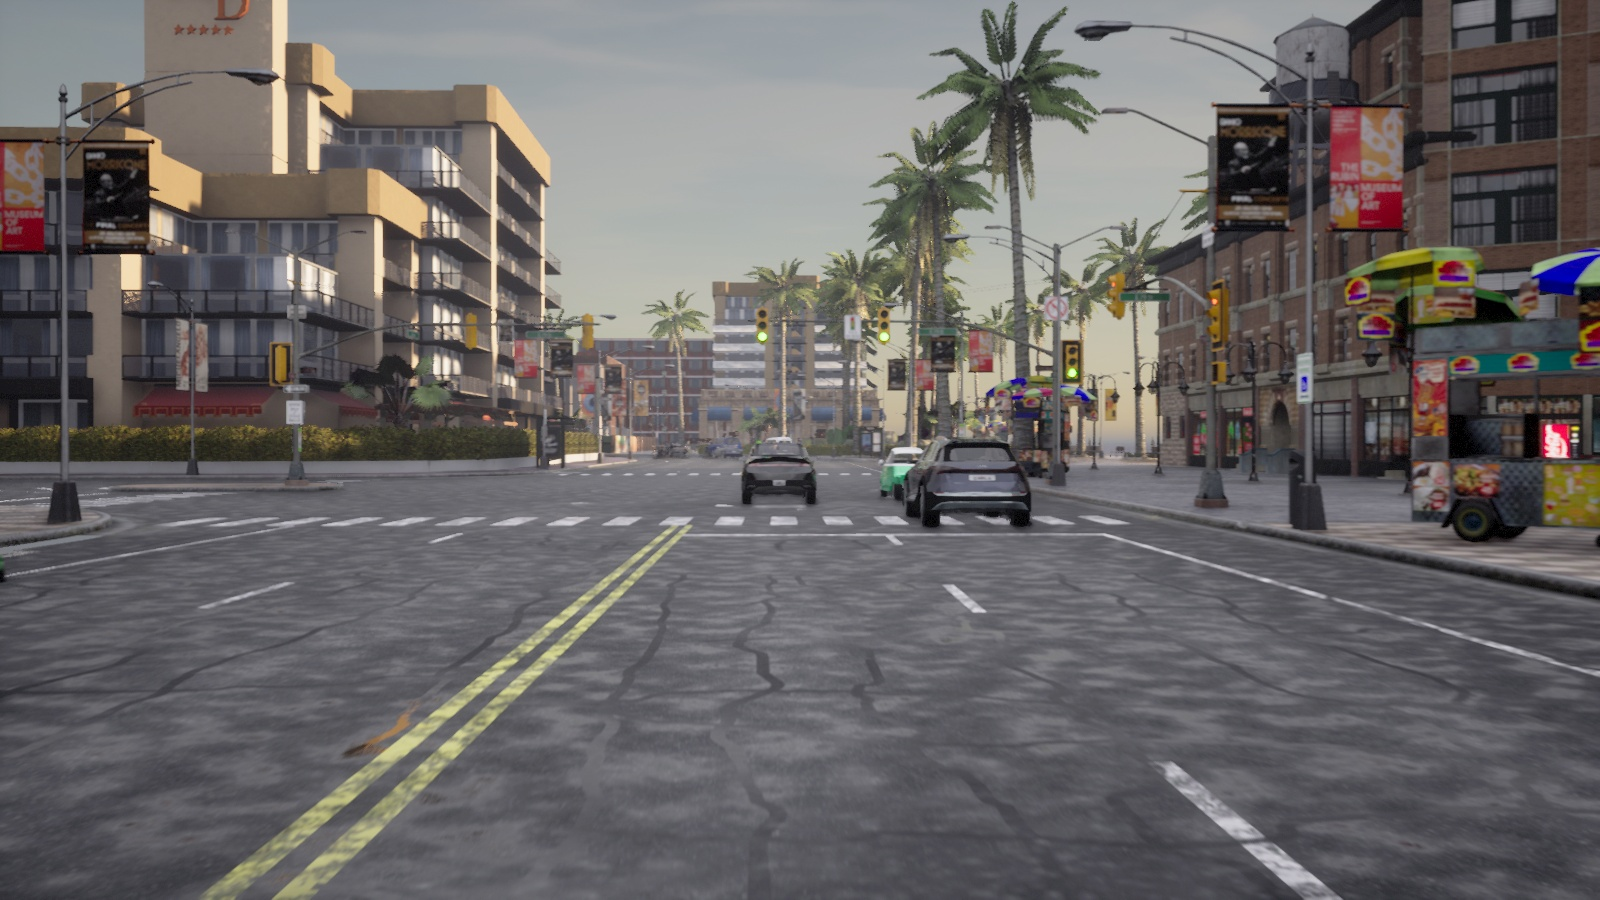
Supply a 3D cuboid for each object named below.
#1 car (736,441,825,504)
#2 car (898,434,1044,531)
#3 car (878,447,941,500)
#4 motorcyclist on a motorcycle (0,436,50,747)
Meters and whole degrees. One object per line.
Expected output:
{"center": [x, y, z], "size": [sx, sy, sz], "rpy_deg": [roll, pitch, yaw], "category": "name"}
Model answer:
{"center": [-0.539, 0.520, 32.371], "size": [2.128, 1.511, 4.902], "rpy_deg": [0, 0, -2], "category": "car"}
{"center": [3.124, 0.543, 23.959], "size": [2.033, 1.649, 4.856], "rpy_deg": [0, 0, -1], "category": "car"}
{"center": [2.951, 0.610, 34.204], "size": [1.481, 1.376, 2.207], "rpy_deg": [0, 1, -1], "category": "car"}
{"center": [-4.241, 0.694, 5.810], "size": [0.797, 1.523, 2.044], "rpy_deg": [0, 0, -15], "category": "motorcyclist on a motorcycle"}
